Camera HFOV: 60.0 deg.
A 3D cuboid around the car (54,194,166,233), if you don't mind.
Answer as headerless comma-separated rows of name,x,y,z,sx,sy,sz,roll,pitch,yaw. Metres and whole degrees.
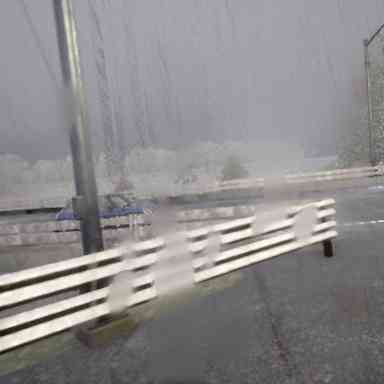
car,-3.488,0.874,14.306,4.553,1.767,2.097,-5,4,10
